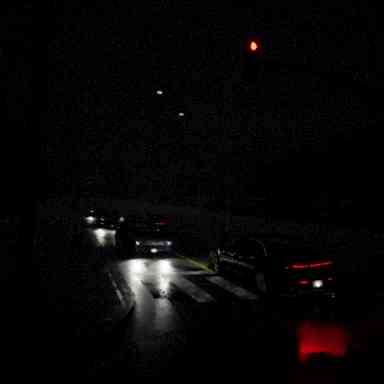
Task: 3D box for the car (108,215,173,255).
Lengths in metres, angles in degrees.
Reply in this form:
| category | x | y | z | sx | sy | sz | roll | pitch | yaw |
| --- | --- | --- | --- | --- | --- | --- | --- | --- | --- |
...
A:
| category | x | y | z | sx | sy | sz | roll | pitch | yaw |
| --- | --- | --- | --- | --- | --- | --- | --- | --- | --- |
| car | -2.562 | 2.122 | 16.344 | 2.033 | 1.411 | 5.357 | 4 | -3 | -22 |

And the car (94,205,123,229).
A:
| category | x | y | z | sx | sy | sz | roll | pitch | yaw |
| --- | --- | --- | --- | --- | --- | --- | --- | --- | --- |
| car | -7.446 | 2.346 | 30.239 | 2.097 | 1.767 | 4.553 | 4 | -3 | -19 |

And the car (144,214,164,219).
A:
| category | x | y | z | sx | sy | sz | roll | pitch | yaw |
| --- | --- | --- | --- | --- | --- | --- | --- | --- | --- |
| car | -3.284 | 2.591 | 26.926 | 1.837 | 1.490 | 4.892 | 4 | -3 | -19 |

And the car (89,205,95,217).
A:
| category | x | y | z | sx | sy | sz | roll | pitch | yaw |
| --- | --- | --- | --- | --- | --- | --- | --- | --- | --- |
| car | -13.924 | 2.708 | 48.793 | 2.097 | 1.767 | 4.553 | 4 | -2 | -19 |

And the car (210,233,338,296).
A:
| category | x | y | z | sx | sy | sz | roll | pitch | yaw |
| --- | --- | --- | --- | --- | --- | --- | --- | --- | --- |
| car | 2.137 | 2.018 | 10.125 | 1.837 | 1.490 | 4.892 | -1 | -2 | -20 |
